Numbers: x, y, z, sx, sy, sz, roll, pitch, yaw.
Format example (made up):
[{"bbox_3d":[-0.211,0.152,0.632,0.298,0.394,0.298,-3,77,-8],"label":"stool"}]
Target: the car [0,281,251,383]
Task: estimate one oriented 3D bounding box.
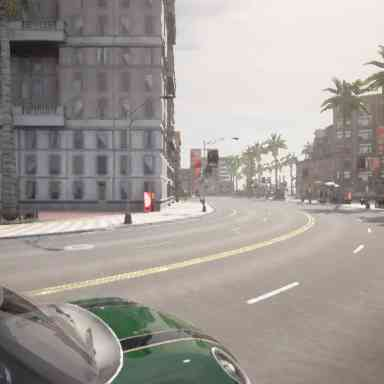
[{"bbox_3d":[-1.680,1.344,2.080,4.553,1.767,2.097,0,0,-36],"label":"car"}]
